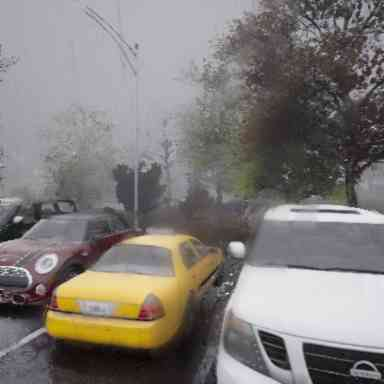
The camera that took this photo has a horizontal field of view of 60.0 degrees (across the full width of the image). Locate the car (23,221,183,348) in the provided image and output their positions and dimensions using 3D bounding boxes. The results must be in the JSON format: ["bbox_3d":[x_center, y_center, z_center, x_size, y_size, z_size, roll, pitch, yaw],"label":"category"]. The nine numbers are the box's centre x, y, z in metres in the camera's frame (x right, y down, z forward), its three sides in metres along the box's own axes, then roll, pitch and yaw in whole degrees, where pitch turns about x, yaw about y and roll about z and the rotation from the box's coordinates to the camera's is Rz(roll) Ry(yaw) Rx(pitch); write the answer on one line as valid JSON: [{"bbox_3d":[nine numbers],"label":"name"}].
[{"bbox_3d":[-0.548,1.485,6.702,1.946,1.575,5.366,0,-1,15],"label":"car"}]

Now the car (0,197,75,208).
[{"bbox_3d":[-5.463,1.195,9.886,2.435,2.045,5.566,1,0,14],"label":"car"}]

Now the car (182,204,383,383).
[{"bbox_3d":[1.845,1.240,4.777,2.435,2.045,5.566,1,-1,15],"label":"car"}]

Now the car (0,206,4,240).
[{"bbox_3d":[-10.373,1.402,13.271,2.231,1.521,4.892,0,0,14],"label":"car"}]

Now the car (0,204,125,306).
[{"bbox_3d":[-3.013,1.344,8.252,2.185,1.767,4.553,1,0,15],"label":"car"}]
